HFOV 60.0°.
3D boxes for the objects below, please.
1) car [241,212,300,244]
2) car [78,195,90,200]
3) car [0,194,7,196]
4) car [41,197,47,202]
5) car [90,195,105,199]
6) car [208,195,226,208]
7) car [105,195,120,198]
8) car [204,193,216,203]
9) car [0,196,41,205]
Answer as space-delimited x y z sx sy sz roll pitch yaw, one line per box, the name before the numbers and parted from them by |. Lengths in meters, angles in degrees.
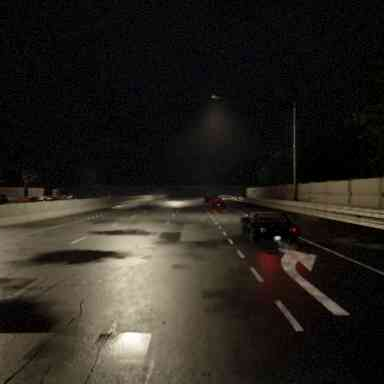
car | 3.502 1.591 15.829 1.895 1.301 4.718 0 0 0
car | -24.313 1.401 75.187 2.128 1.511 4.902 0 0 0
car | -21.067 1.216 34.197 2.150 2.045 5.566 0 0 0
car | -27.910 1.560 59.644 2.033 1.411 5.357 0 0 0
car | -20.810 1.395 75.578 2.033 1.411 5.357 0 0 0
car | 3.545 1.527 46.544 1.812 1.442 4.674 0 0 0
car | -17.316 1.374 74.721 1.882 1.535 5.008 0 0 0
car | 3.665 1.512 71.978 1.882 1.535 5.008 0 0 0
car | -17.570 1.469 33.598 1.882 1.535 5.008 0 0 0
